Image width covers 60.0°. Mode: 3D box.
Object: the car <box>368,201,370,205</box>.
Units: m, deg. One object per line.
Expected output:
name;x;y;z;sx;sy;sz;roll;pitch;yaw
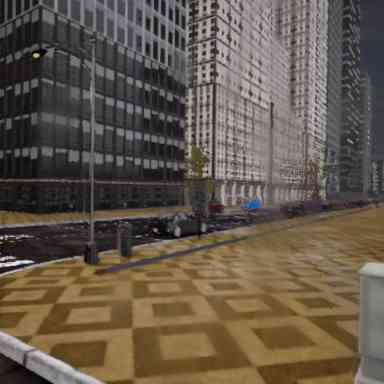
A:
car;44.222;2.580;84.599;1.887;1.381;4.507;0;0;35

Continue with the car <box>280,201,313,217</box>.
car;12.039;2.057;38.252;1.947;1.339;4.313;0;0;35

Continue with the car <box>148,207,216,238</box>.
car;-0.726;1.822;19.642;2.008;1.369;4.403;0;0;35

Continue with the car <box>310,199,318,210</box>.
car;20.324;2.103;54.840;1.882;1.535;5.008;1;0;35

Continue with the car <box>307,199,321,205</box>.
car;27.683;2.300;75.474;1.947;1.339;4.313;0;0;35

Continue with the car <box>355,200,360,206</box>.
car;31.348;2.386;66.060;1.947;1.339;4.313;0;0;35

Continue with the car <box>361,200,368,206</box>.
car;37.785;2.494;75.330;1.947;1.339;4.313;0;0;35

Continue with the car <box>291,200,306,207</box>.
car;21.249;2.207;66.207;1.802;1.307;4.206;0;0;35

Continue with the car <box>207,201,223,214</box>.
car;1.945;1.736;38.406;1.967;1.590;4.097;0;0;35

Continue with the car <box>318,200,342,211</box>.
car;21.694;2.222;52.156;1.947;1.339;4.313;0;0;35

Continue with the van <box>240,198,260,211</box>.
van;8.381;1.748;47.674;1.690;1.788;3.998;0;0;35

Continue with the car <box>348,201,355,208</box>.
car;28.132;2.205;61.426;1.967;1.590;4.097;0;0;35

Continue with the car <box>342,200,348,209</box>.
car;24.912;2.293;56.791;1.802;1.307;4.206;0;0;35
